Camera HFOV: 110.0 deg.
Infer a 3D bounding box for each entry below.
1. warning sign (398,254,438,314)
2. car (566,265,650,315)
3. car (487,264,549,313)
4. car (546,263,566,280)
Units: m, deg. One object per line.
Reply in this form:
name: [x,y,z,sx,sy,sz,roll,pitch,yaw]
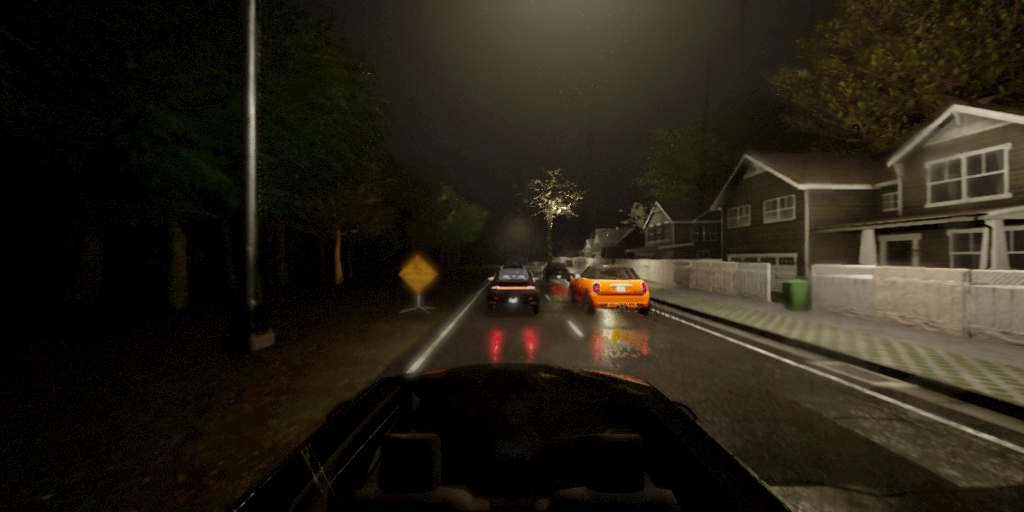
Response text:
warning sign: [-3.050,0.875,11.722,1.300,1.860,1.060,0,0,0]
car: [3.569,1.111,13.837,2.097,1.767,4.553,0,0,0]
car: [0.070,1.253,14.082,2.128,1.511,4.902,0,0,0]
car: [3.571,1.274,29.218,1.837,1.490,4.892,0,0,0]
